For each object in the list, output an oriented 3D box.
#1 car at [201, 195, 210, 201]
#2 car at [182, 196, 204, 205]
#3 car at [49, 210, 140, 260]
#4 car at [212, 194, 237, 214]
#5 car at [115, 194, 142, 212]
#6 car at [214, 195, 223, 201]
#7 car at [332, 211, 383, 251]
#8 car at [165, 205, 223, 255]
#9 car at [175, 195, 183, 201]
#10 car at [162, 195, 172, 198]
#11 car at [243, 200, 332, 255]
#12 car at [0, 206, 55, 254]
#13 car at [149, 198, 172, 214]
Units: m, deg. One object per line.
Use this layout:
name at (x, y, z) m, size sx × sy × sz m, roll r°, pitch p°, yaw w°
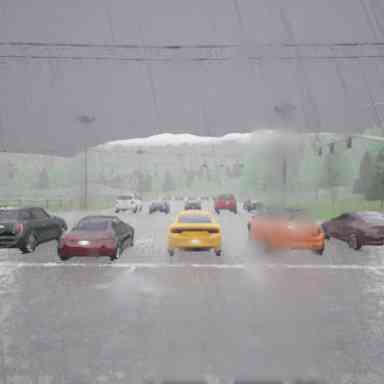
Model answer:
car at (3.514, 1.603, 88.252) m, size 1.812 × 1.442 × 4.674 m, roll 0°, pitch 0°, yaw 0°
car at (0.092, 1.560, 38.456) m, size 1.812 × 1.442 × 4.674 m, roll 0°, pitch 0°, yaw 0°
car at (-3.399, 1.575, 12.499) m, size 1.994 × 1.385 × 4.181 m, roll 0°, pitch 0°, yaw 0°
car at (3.603, 1.254, 36.672) m, size 2.150 × 2.045 × 5.566 m, roll 0°, pitch 0°, yaw 0°
car at (-6.896, 1.254, 36.618) m, size 2.150 × 2.045 × 5.566 m, roll 0°, pitch 0°, yaw 0°
car at (7.014, 1.603, 88.253) m, size 1.812 × 1.442 × 4.674 m, roll 0°, pitch 0°, yaw 0°
car at (7.102, 1.539, 14.126) m, size 1.812 × 1.442 × 4.674 m, roll 0°, pitch 0°, yaw 0°
car at (0.101, 1.490, 13.471) m, size 1.882 × 1.535 × 5.008 m, roll 0°, pitch 0°, yaw 0°
car at (-3.486, 1.632, 88.697) m, size 1.994 × 1.385 × 4.181 m, roll 0°, pitch 0°, yaw 0°
car at (-6.986, 1.604, 88.404) m, size 2.128 × 1.511 × 4.902 m, roll 0°, pitch 0°, yaw 0°
car at (3.601, 1.364, 13.557) m, size 2.097 × 1.767 × 4.553 m, roll 0°, pitch 0°, yaw 0°
car at (-6.899, 1.364, 13.744) m, size 2.097 × 1.767 × 4.553 m, roll 0°, pitch 0°, yaw 0°
car at (-3.397, 1.633, 35.864) m, size 1.895 × 1.301 × 4.718 m, roll 0°, pitch 0°, yaw 0°
